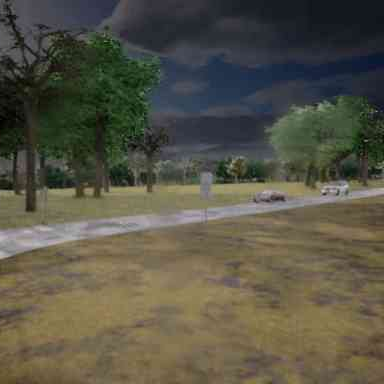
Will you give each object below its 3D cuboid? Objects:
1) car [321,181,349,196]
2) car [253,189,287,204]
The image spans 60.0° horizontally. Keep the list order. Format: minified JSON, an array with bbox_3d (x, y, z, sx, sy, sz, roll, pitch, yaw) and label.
[{"bbox_3d":[20.480,-0.545,47.388,2.150,2.045,5.566,0,3,44],"label":"car"},{"bbox_3d":[8.311,0.470,35.119,1.812,1.442,4.674,0,2,45],"label":"car"}]
